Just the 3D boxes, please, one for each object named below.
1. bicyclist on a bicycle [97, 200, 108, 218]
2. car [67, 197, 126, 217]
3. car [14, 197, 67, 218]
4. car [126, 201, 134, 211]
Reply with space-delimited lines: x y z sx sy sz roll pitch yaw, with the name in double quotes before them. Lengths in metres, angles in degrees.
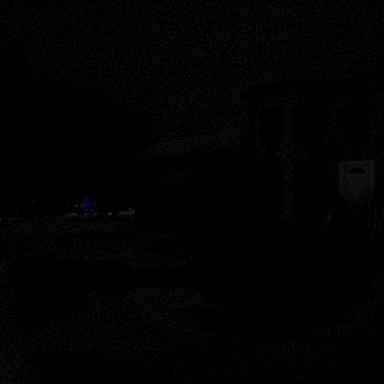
"bicyclist on a bicycle" -8.485 1.626 31.550 1.656 1.620 0.582 0 1 36
"car" -10.276 1.550 36.251 2.150 2.045 5.566 -1 0 36
"car" -15.929 1.596 35.602 2.150 2.045 5.566 -1 0 36
"car" -9.902 1.853 43.928 1.882 1.535 5.008 -1 0 36
